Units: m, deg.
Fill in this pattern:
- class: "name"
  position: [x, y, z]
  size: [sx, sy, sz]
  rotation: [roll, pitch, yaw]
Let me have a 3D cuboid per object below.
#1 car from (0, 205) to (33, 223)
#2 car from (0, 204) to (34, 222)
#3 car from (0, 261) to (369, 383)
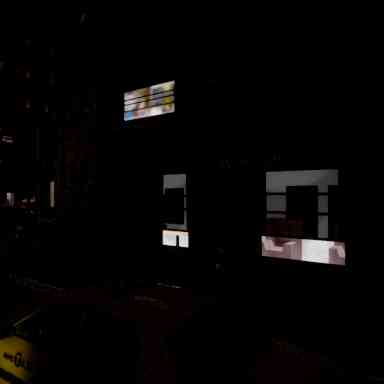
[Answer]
- class: "car"
  position: [-15.171, 1.850, 26.928]
  size: [1.994, 1.385, 4.181]
  rotation: [0, -1, 34]
- class: "car"
  position: [-16.721, 1.836, 29.250]
  size: [1.752, 1.417, 4.829]
  rotation: [-1, -2, 35]
- class: "car"
  position: [-0.825, 1.525, 3.444]
  size: [4.829, 1.417, 1.752]
  rotation: [0, 0, 35]
